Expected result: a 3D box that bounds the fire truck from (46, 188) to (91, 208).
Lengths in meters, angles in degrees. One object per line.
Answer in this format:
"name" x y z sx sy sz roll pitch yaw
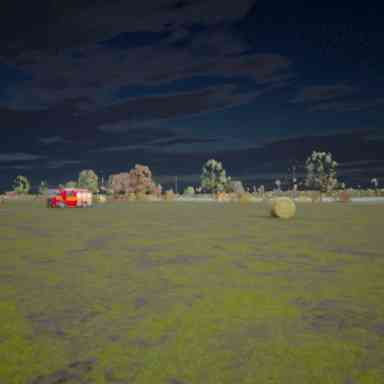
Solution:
"fire truck" -23.951 1.139 65.102 2.891 3.827 8.468 -1 -1 35
